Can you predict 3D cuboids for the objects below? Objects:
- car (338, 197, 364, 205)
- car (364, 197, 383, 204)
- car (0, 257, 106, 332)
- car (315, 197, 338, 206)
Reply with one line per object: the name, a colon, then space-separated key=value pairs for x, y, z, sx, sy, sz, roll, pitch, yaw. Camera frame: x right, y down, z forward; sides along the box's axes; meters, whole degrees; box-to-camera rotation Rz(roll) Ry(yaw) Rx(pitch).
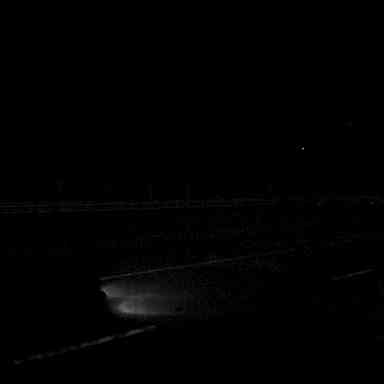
car: x=19.666 y=1.400 z=38.667 sx=4.902 sy=1.511 sz=2.128 roll=0 pitch=0 yaw=-33
car: x=20.793 y=1.263 z=35.219 sx=4.553 sy=1.767 sz=2.097 roll=-1 pitch=0 yaw=-33
car: x=-4.163 y=1.540 z=5.091 sx=5.357 sy=1.411 sz=2.033 roll=0 pitch=0 yaw=-35
car: x=17.408 y=1.402 z=41.372 sx=4.902 sy=1.511 sz=2.128 roll=0 pitch=0 yaw=-33
